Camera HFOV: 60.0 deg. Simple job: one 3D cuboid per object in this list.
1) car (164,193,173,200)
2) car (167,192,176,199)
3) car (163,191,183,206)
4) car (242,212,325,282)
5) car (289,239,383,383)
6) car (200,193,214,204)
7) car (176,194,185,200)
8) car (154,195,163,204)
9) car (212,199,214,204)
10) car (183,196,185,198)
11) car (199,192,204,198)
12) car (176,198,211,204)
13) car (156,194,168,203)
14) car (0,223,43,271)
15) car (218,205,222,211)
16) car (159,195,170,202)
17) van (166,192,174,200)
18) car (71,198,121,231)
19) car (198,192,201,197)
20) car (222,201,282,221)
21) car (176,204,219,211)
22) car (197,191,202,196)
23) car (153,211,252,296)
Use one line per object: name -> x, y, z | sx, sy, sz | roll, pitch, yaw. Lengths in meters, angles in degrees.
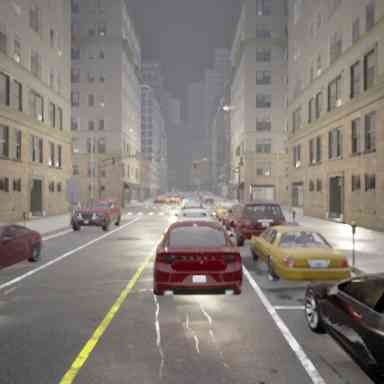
car -> -5.644, 1.156, 79.888 | 1.967, 1.590, 4.097 | 1, 0, 0
car -> -5.627, 0.953, 90.733 | 2.192, 1.841, 5.009 | 1, 0, 0
car -> -3.015, 1.228, 53.591 | 2.097, 1.767, 4.553 | 0, 0, 0
car -> 2.780, 1.525, 9.582 | 1.752, 1.417, 4.829 | 0, 0, 0
car -> 2.771, 1.568, 3.861 | 1.947, 1.339, 4.313 | 0, 0, 0
car -> 2.849, 1.402, 58.176 | 2.008, 1.369, 4.403 | 0, 0, 0
car -> -2.885, 1.241, 83.362 | 1.994, 1.385, 4.181 | 0, 0, 0
car -> -5.676, 1.396, 58.195 | 1.887, 1.381, 4.507 | 0, 0, 0
car -> 2.803, 1.502, 26.242 | 1.752, 1.417, 4.829 | 0, 0, 0
car -> -2.909, 1.290, 68.517 | 1.837, 1.490, 4.892 | 0, 2, 0
car -> 2.866, 1.313, 69.192 | 1.752, 1.417, 4.829 | 1, 0, 0
car -> 0.109, 1.470, 25.570 | 2.128, 1.511, 4.902 | 0, 0, 0
car -> -5.667, 1.262, 63.619 | 1.967, 1.590, 4.097 | 1, 0, 0
car -> -5.747, 1.582, 9.431 | 1.802, 1.307, 4.206 | 0, 0, 0
car -> 2.795, 1.570, 20.517 | 1.802, 1.307, 4.206 | 0, 0, 0
car -> -5.660, 1.333, 69.042 | 1.887, 1.381, 4.507 | 1, 0, 0
van -> -5.635, 1.018, 85.310 | 1.690, 1.788, 3.998 | 1, 0, 0
car -> -5.730, 1.303, 20.537 | 2.192, 1.841, 5.009 | 0, 0, 0
car -> 2.880, 1.298, 79.871 | 1.802, 1.307, 4.206 | 1, 0, 0
car -> 2.788, 1.311, 14.967 | 2.192, 1.841, 5.009 | 0, 0, 0
car -> 0.122, 1.520, 16.427 | 1.812, 1.442, 4.674 | 0, 0, 0
car -> 2.897, 1.078, 90.716 | 1.967, 1.590, 4.097 | 1, 0, 0
car -> 0.088, 1.478, 8.713 | 1.882, 1.535, 5.008 | 0, 0, -1
